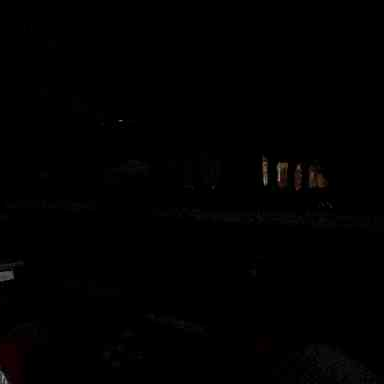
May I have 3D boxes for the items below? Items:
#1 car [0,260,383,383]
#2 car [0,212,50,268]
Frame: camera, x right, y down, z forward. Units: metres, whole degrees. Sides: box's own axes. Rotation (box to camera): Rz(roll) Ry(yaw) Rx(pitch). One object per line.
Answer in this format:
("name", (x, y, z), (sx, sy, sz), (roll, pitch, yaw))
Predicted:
("car", (-0.185, 1.571, 2.952), (4.206, 1.307, 1.802), (0, 0, 36))
("car", (-4.618, 1.269, 6.117), (5.009, 1.841, 2.192), (0, 0, 36))
